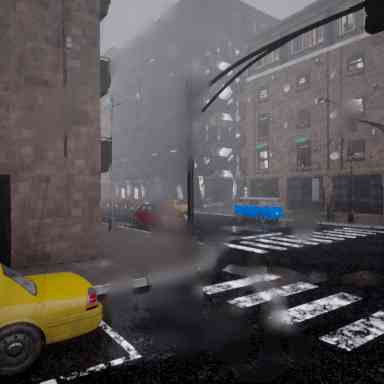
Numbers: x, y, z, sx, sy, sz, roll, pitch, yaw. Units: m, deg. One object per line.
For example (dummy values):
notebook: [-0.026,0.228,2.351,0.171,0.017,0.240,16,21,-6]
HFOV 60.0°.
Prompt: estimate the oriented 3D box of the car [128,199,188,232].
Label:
car: [-1.892,1.441,20.003,1.967,1.590,4.097,0,0,-36]

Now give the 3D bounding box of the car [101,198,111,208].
car: [-11.743,1.463,47.814,1.887,1.381,4.507,-1,0,-36]

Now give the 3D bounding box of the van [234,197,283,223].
van: [4.898,1.280,24.914,1.690,1.788,3.998,0,0,-36]

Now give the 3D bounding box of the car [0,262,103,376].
car: [-3.591,1.525,4.003,4.829,1.417,1.752,0,0,-36]

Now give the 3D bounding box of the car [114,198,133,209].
car: [-8.415,1.463,43.234,1.887,1.381,4.507,-1,0,-36]
